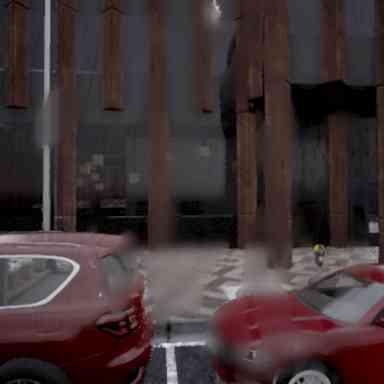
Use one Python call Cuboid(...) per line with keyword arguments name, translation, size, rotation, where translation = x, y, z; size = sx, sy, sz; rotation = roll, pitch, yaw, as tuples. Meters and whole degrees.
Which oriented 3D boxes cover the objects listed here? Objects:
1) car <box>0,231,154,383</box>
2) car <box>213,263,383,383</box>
Cuboid(name="car", translation=(-2.918, 1.422, 3.699), size=(5.009, 1.841, 2.192), rotation=(0, -1, -6))
Cuboid(name="car", translation=(2.512, 1.641, 4.248), size=(4.507, 1.381, 1.887), rotation=(0, -1, -6))
